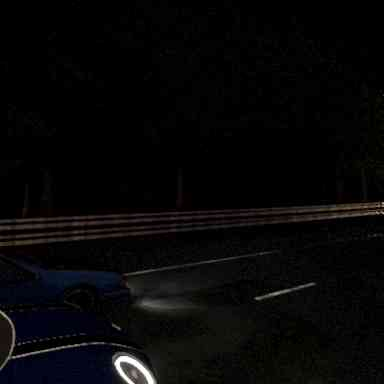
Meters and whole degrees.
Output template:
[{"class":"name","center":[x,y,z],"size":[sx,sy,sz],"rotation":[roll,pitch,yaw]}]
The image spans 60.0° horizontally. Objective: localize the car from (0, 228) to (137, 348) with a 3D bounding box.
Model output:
[{"class":"car","center":[-3.771,1.547,5.355],"size":[5.357,1.411,2.033],"rotation":[0,0,-35]}]

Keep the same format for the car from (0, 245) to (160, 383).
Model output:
[{"class":"car","center":[-2.404,1.353,2.034],"size":[4.553,1.767,2.097],"rotation":[0,0,-35]}]
